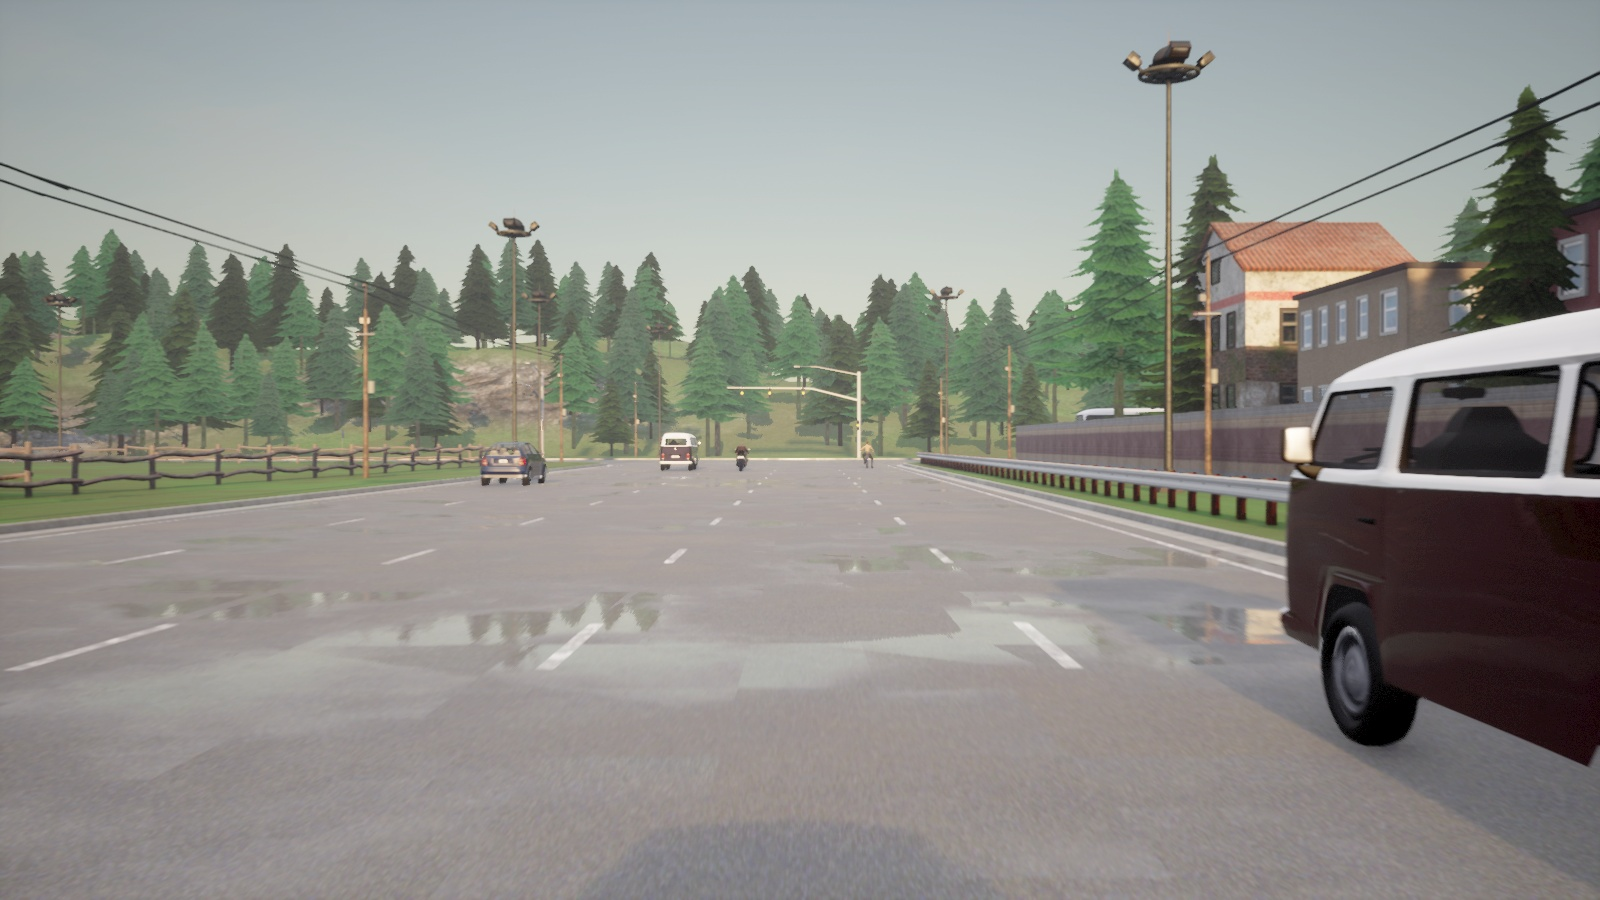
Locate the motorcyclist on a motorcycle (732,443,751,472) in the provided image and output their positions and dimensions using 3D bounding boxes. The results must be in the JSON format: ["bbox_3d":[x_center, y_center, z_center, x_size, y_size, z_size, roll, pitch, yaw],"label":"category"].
[{"bbox_3d":[-3.106,0.403,66.972,0.866,1.530,2.191,0,0,0],"label":"motorcyclist on a motorcycle"}]

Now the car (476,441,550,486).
[{"bbox_3d":[-10.231,0.464,44.965,1.789,1.549,3.705,0,0,0],"label":"car"}]

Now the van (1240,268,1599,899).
[{"bbox_3d":[3.544,0.445,4.949,2.069,2.038,4.480,0,0,0],"label":"van"}]

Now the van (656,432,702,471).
[{"bbox_3d":[-6.595,0.078,68.651,2.069,2.038,4.480,0,0,0],"label":"van"}]
